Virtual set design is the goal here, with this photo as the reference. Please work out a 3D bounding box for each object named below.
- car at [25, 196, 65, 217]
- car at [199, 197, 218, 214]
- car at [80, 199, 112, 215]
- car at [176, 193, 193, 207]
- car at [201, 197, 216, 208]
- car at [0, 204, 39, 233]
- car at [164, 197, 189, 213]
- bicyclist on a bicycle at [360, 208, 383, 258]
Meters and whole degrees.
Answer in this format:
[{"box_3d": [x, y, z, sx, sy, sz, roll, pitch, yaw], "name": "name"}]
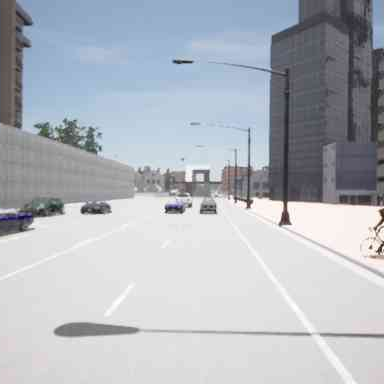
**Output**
[{"box_3d": [-12.732, 1.161, 28.557, 2.097, 1.767, 4.553, 1, 0, 3], "name": "car"}, {"box_3d": [1.759, 1.507, 35.384, 2.033, 1.411, 5.357, 1, 0, 3], "name": "car"}, {"box_3d": [-9.063, 1.405, 31.637, 1.994, 1.385, 4.181, 1, 0, 3], "name": "car"}, {"box_3d": [-1.121, 1.128, 48.138, 2.150, 2.045, 5.566, 1, 0, 3], "name": "car"}, {"box_3d": [2.362, 1.493, 47.857, 2.033, 1.411, 5.357, 1, 0, 3], "name": "car"}, {"box_3d": [-9.850, 1.459, 16.440, 1.895, 1.301, 4.718, 1, 0, 3], "name": "car"}, {"box_3d": [-1.737, 1.520, 35.527, 1.895, 1.301, 4.718, 1, 0, 3], "name": "car"}, {"box_3d": [6.264, 1.353, 10.719, 1.656, 1.620, 0.582, 2, 0, 3], "name": "bicyclist on a bicycle"}]
